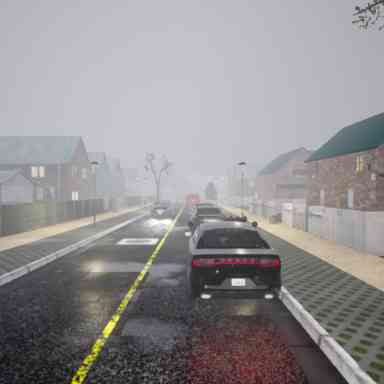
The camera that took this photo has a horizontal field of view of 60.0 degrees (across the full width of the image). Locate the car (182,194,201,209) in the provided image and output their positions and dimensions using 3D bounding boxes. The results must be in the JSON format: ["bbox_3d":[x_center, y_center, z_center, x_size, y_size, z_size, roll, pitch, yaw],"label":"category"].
[{"bbox_3d":[0.131,1.280,46.789,2.150,2.045,5.566,0,0,1],"label":"car"}]

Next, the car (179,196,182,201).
[{"bbox_3d":[-2.558,1.818,90.684,1.994,1.385,4.181,0,0,0],"label":"car"}]

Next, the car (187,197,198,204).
[{"bbox_3d":[0.136,1.676,66.015,2.033,1.411,5.357,0,0,0],"label":"car"}]

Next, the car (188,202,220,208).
[{"bbox_3d":[0.863,1.511,18.475,1.837,1.490,4.892,0,0,0],"label":"car"}]

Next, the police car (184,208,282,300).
[{"bbox_3d":[0.842,1.424,8.584,1.930,1.638,5.238,0,0,0],"label":"police car"}]

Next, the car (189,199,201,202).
[{"bbox_3d":[0.875,1.518,24.476,1.837,1.490,4.892,0,0,0],"label":"car"}]

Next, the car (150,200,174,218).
[{"bbox_3d":[-2.687,1.514,30.519,2.128,1.511,4.902,0,0,0],"label":"car"}]
